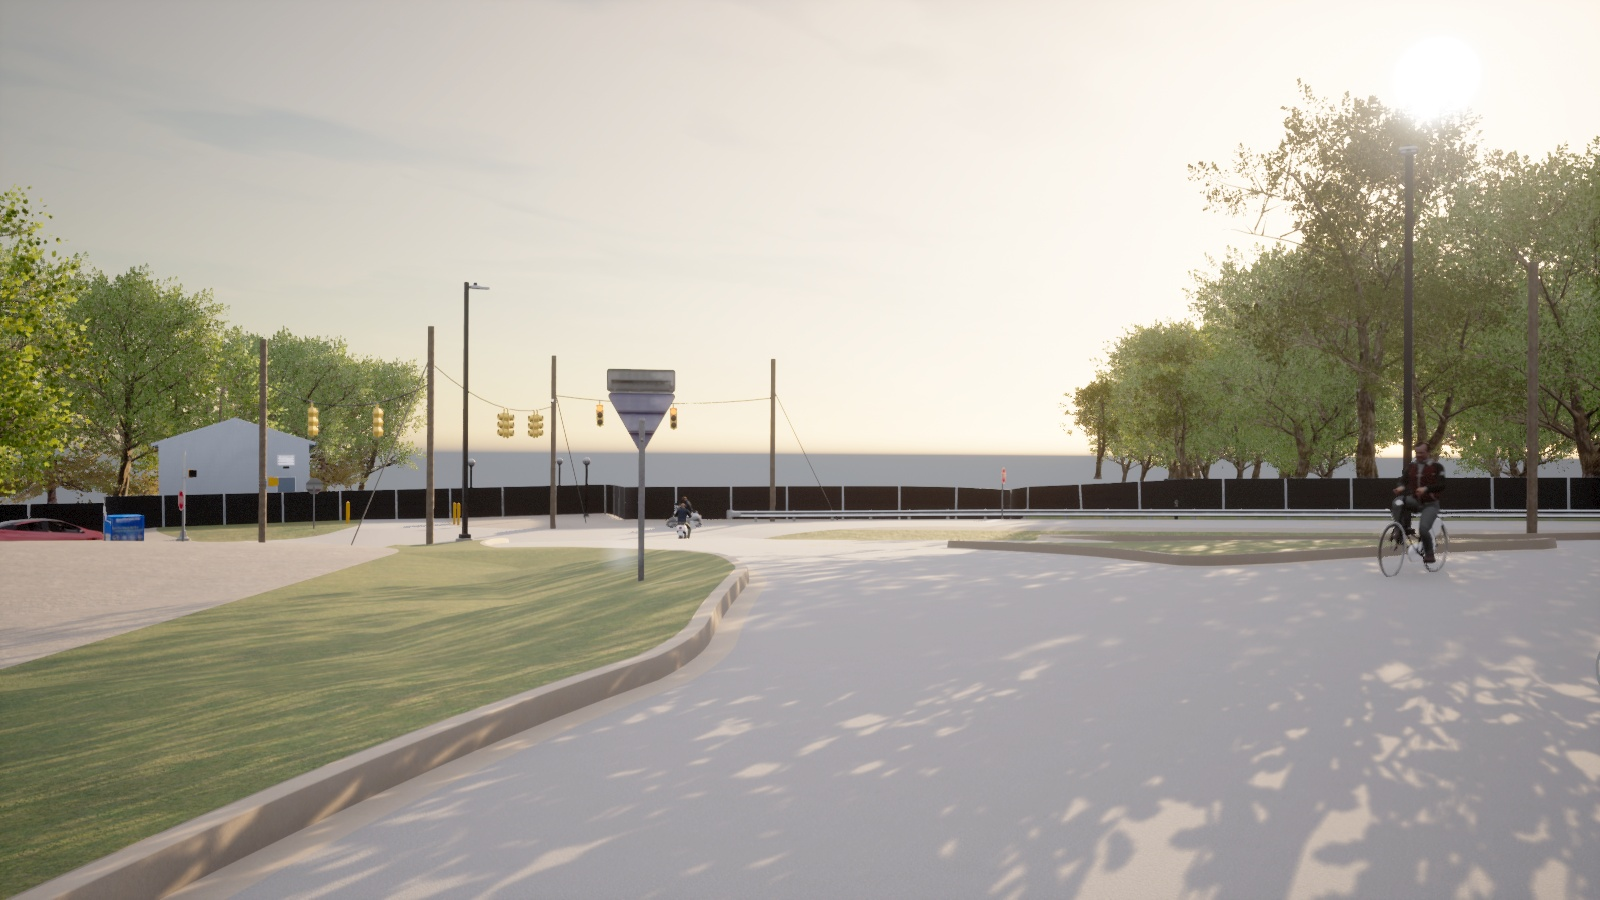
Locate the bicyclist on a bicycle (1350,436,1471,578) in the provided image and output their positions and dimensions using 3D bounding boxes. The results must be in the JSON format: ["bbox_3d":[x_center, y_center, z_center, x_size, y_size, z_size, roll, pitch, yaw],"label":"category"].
[{"bbox_3d":[8.040,0.714,16.499,1.843,1.776,0.659,0,0,-38],"label":"bicyclist on a bicycle"}]

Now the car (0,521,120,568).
[{"bbox_3d":[-28.936,3.585,48.257,2.007,1.525,4.514,0,-1,38],"label":"car"}]

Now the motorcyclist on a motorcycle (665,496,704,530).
[{"bbox_3d":[-5.770,3.165,63.013,1.817,1.590,0.866,-2,1,0],"label":"motorcyclist on a motorcycle"}]

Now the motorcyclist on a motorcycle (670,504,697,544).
[{"bbox_3d":[-4.876,3.069,52.578,0.866,1.590,1.817,0,-1,2],"label":"motorcyclist on a motorcycle"}]
